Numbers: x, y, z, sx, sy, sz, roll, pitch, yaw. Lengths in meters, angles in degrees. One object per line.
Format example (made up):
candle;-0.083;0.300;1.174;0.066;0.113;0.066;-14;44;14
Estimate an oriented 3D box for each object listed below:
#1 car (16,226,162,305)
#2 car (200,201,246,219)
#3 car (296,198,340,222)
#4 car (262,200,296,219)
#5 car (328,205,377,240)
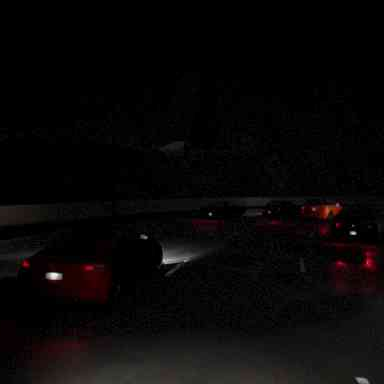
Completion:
car;-2.130;1.502;8.059;1.994;1.385;4.181;0;0;11
car;2.751;1.445;27.926;1.895;1.301;4.718;1;0;36
car;9.947;1.253;25.312;2.097;1.767;4.553;1;0;37
car;7.553;1.398;27.962;1.812;1.442;4.674;0;0;39
car;8.273;1.545;16.856;1.895;1.301;4.718;0;0;28
